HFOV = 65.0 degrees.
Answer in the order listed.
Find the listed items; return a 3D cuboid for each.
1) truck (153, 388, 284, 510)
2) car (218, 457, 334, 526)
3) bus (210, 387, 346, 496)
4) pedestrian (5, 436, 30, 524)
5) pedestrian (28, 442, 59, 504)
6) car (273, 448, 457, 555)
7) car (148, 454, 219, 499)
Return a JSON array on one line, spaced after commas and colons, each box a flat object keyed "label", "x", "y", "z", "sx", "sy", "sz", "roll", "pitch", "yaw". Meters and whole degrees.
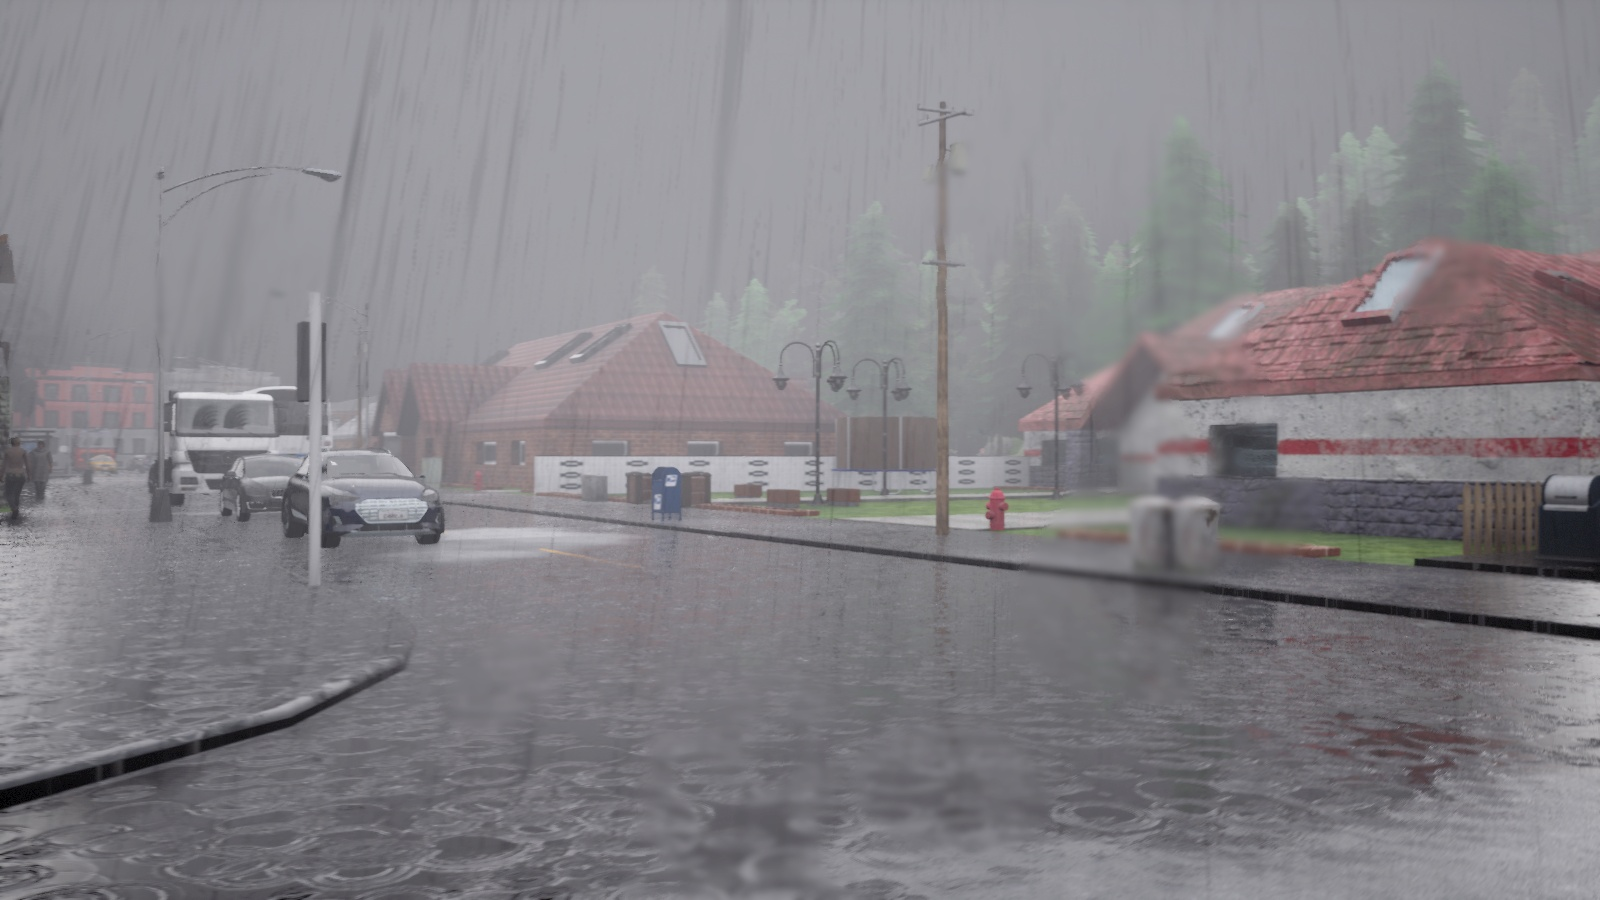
[{"label": "truck", "x": -18.570, "y": 0.004, "z": 39.820, "sx": 2.891, "sy": 3.462, "sz": 7.936, "roll": 0, "pitch": 0, "yaw": -31}, {"label": "car", "x": -12.566, "y": 0.926, "z": 29.926, "sx": 1.837, "sy": 1.490, "sz": 4.892, "roll": 0, "pitch": 0, "yaw": -31}, {"label": "bus", "x": -22.930, "y": -0.309, "z": 54.717, "sx": 3.944, "sy": 4.253, "sz": 10.273, "roll": 0, "pitch": 0, "yaw": -31}, {"label": "pedestrian", "x": -16.747, "y": 0.632, "z": 26.876, "sx": 0.331, "sy": 1.846, "sz": 0.634, "roll": 0, "pitch": 0, "yaw": -43}, {"label": "pedestrian", "x": -24.166, "y": 0.717, "z": 40.126, "sx": 0.659, "sy": 1.952, "sz": 0.873, "roll": 0, "pitch": 0, "yaw": -16}, {"label": "car", "x": -7.698, "y": 0.799, "z": 21.897, "sx": 2.033, "sy": 1.649, "sz": 4.856, "roll": 0, "pitch": 0, "yaw": -32}, {"label": "car", "x": -23.831, "y": 0.973, "z": 48.480, "sx": 2.033, "sy": 1.649, "sz": 4.856, "roll": 0, "pitch": 0, "yaw": -31}]
